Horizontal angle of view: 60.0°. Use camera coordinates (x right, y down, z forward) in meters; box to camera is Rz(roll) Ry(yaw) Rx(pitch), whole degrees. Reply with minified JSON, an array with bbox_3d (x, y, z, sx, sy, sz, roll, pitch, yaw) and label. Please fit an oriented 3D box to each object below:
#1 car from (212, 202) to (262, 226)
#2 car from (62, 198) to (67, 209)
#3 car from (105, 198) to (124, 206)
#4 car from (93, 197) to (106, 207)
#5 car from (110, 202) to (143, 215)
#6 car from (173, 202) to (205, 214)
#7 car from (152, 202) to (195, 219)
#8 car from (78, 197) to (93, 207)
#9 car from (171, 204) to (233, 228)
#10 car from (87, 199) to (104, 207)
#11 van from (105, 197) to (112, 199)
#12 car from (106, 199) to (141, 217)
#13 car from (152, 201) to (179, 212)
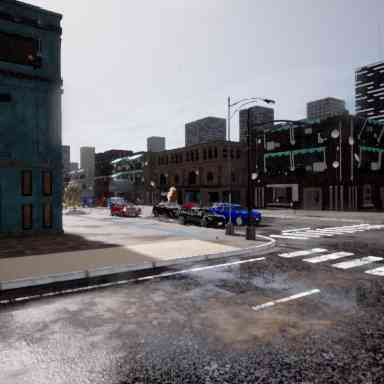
[{"bbox_3d":[3.187,1.692,25.685,1.882,1.535,5.008,-1,0,-36],"label":"car"},{"bbox_3d":[-23.223,2.233,58.344,1.752,1.417,4.829,-1,0,-35],"label":"car"},{"bbox_3d":[-11.425,2.081,51.761,1.994,1.385,4.181,-1,0,-36],"label":"car"},{"bbox_3d":[-16.498,1.940,63.340,2.192,1.841,5.009,-1,0,-35],"label":"car"},{"bbox_3d":[-8.343,1.989,41.915,2.033,1.411,5.357,-1,0,-35],"label":"car"},{"bbox_3d":[-0.454,1.904,40.786,1.802,1.307,4.206,-2,0,-35],"label":"car"},{"bbox_3d":[-2.212,1.813,33.282,2.128,1.511,4.902,-1,0,-35],"label":"car"},{"bbox_3d":[-20.551,1.909,64.586,2.150,2.045,5.566,-1,0,-35],"label":"car"},{"bbox_3d":[0.660,1.814,24.549,1.947,1.339,4.313,-2,0,-35],"label":"car"},{"bbox_3d":[-19.701,2.228,67.851,1.887,1.381,4.507,-1,0,-35],"label":"car"},{"bbox_3d":[-13.290,1.907,58.829,1.690,1.788,3.998,-1,0,-35],"label":"van"},{"bbox_3d":[-7.285,1.846,35.928,1.967,1.590,4.097,-1,0,-35],"label":"car"},{"bbox_3d":[-3.661,1.966,45.297,1.802,1.307,4.206,-2,0,-35],"label":"car"}]
